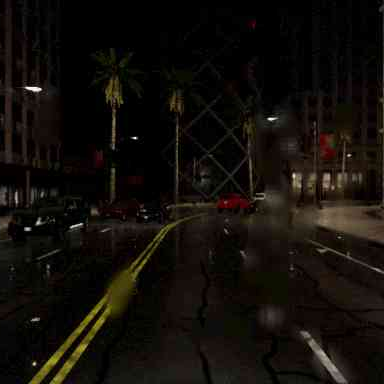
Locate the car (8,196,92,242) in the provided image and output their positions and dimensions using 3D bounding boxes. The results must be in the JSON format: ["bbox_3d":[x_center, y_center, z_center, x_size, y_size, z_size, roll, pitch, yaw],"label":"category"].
[{"bbox_3d":[-6.821,1.217,16.753,2.150,2.045,5.566,0,0,2],"label":"car"}]

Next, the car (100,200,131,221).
[{"bbox_3d":[-5.747,1.469,27.200,1.882,1.535,5.008,0,0,11],"label":"car"}]

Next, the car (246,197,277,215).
[{"bbox_3d":[7.033,1.515,33.395,1.812,1.442,4.674,0,0,22],"label":"car"}]

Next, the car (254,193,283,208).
[{"bbox_3d":[10.486,1.207,45.966,2.150,2.045,5.566,0,0,42],"label":"car"}]

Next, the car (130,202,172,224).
[{"bbox_3d":[-2.758,1.499,24.793,1.837,1.490,4.892,0,-1,8],"label":"car"}]

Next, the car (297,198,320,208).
[{"bbox_3d":[16.555,1.549,46.943,4.181,1.385,1.994,0,0,-43],"label":"car"}]

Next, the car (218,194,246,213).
[{"bbox_3d":[4.567,1.209,36.369,2.150,2.045,5.566,0,0,25],"label":"car"}]
